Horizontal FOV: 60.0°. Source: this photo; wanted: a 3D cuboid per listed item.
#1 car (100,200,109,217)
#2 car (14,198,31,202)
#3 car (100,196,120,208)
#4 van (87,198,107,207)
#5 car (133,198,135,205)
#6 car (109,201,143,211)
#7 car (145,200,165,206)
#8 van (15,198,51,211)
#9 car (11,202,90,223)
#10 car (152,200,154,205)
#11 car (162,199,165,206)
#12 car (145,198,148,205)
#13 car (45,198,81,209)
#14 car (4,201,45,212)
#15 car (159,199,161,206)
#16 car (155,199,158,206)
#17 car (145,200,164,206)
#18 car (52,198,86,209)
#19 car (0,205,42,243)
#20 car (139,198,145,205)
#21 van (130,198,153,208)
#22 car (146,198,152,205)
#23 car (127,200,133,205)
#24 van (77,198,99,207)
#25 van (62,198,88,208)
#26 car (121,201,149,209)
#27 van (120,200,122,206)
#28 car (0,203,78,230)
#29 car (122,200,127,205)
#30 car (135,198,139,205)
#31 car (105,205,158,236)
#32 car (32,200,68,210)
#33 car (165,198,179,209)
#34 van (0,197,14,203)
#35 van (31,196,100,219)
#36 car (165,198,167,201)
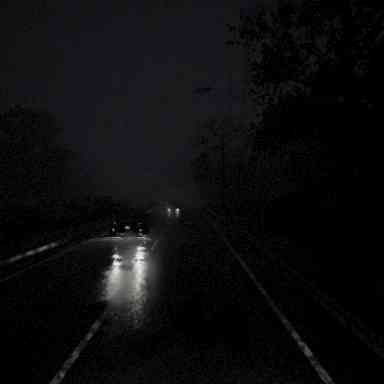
[{"bbox_3d":[-10.341,1.675,29.861,4.792,1.488,2.163,0,-1,0],"label":"car"},{"bbox_3d":[-23.355,1.611,40.960,5.566,2.045,2.435,0,-1,0],"label":"car"},{"bbox_3d":[-10.338,1.426,32.617,5.566,2.045,2.435,0,-1,0],"label":"car"},{"bbox_3d":[-23.473,2.601,82.495,4.442,1.987,1.878,0,-2,0],"label":"van"},{"bbox_3d":[-10.271,1.799,43.716,4.553,1.767,2.185,0,-1,0],"label":"car"},{"bbox_3d":[-10.290,2.111,52.040,4.892,1.521,2.231,0,-1,0],"label":"car"},{"bbox_3d":[-10.454,3.168,93.659,5.366,1.575,1.946,0,-2,0],"label":"car"},{"bbox_3d":[-23.495,1.822,49.267,4.442,1.987,1.878,0,-1,0],"label":"van"},{"bbox_3d":[-10.318,1.650,24.303,4.674,1.452,2.002,0,0,0],"label":"car"},{"bbox_3d":[-10.260,2.387,63.141,4.792,1.488,2.163,0,-1,0],"label":"car"},{"bbox_3d":[-10.091,2.823,82.438,5.366,1.575,1.946,0,-2,0],"label":"car"},{"bbox_3d":[-10.301,2.173,54.816,4.892,1.521,2.231,0,-1,0],"label":"car"},{"bbox_3d":[-23.343,2.046,60.472,5.566,2.045,2.435,0,-1,0],"label":"car"},{"bbox_3d":[-23.378,2.029,46.618,4.674,1.452,2.002,0,-1,0],"label":"car"},{"bbox_3d":[-10.274,2.677,77.020,4.892,1.521,2.231,0,-2,0],"label":"car"},{"bbox_3d":[-10.313,2.573,71.468,4.792,1.488,2.163,0,-1,0],"label":"car"},{"bbox_3d":[-10.277,3.086,90.883,4.892,1.521,2.231,0,-2,0],"label":"car"},{"bbox_3d":[-23.341,2.108,63.242,5.566,2.045,2.435,0,-1,0],"label":"car"},{"bbox_3d":[-10.326,1.559,15.975,5.008,1.535,2.097,0,0,0],"label":"car"},{"bbox_3d":[-10.113,2.045,49.265,5.366,1.575,1.946,0,-1,0],"label":"car"},{"bbox_3d":[-10.402,2.256,68.698,4.442,1.987,1.878,0,-1,0],"label":"van"},{"bbox_3d":[-10.107,2.231,57.591,5.366,1.575,1.946,0,-1,0],"label":"car"},{"bbox_3d":[-10.298,1.862,40.938,5.008,1.535,2.097,0,-1,0],"label":"car"},{"bbox_3d":[-23.253,2.384,74.334,4.442,1.987,1.878,0,-1,0],"label":"van"},{"bbox_3d":[-23.250,2.195,66.010,4.442,1.987,1.878,0,-1,0],"label":"van"},{"bbox_3d":[-10.262,2.325,60.366,4.792,1.488,2.163,0,-1,0],"label":"car"},{"bbox_3d":[-10.191,1.513,35.392,4.442,1.987,1.878,0,-1,0],"label":"van"},{"bbox_3d":[-10.287,1.623,21.525,4.792,1.488,2.163,0,0,0],"label":"car"},{"bbox_3d":[-10.308,1.841,38.162,4.674,1.452,2.002,0,-1,0],"label":"car"},{"bbox_3d":[-10.269,1.861,46.492,4.553,1.767,2.185,0,-1,0],"label":"car"},{"bbox_3d":[-3.346,1.661,19.111,1.994,1.385,4.181,0,-1,0],"label":"car"},{"bbox_3d":[-23.369,2.174,54.926,5.008,1.535,2.097,0,-1,0],"label":"car"},{"bbox_3d":[-3.318,2.319,61.178,1.837,1.490,4.892,0,-1,0],"label":"car"},{"bbox_3d":[-23.502,1.575,38.190,4.442,1.987,1.878,0,-1,0],"label":"van"},{"bbox_3d":[-10.197,1.402,27.081,4.442,1.987,1.878,0,0,0],"label":"van"},{"bbox_3d":[-10.087,2.996,88.109,5.366,1.575,1.946,0,-2,0],"label":"car"}]
